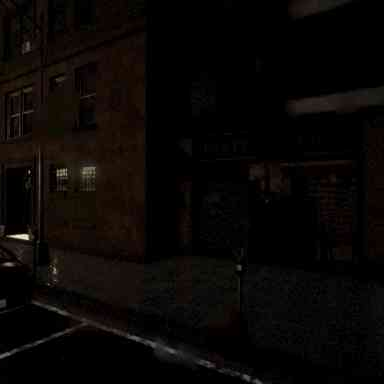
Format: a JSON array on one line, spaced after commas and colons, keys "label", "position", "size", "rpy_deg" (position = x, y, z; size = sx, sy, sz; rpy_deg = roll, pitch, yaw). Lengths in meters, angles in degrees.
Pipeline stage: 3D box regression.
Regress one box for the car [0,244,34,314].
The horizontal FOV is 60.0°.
[{"label": "car", "position": [-4.837, 1.551, 6.518], "size": [4.403, 1.369, 2.008], "rpy_deg": [0, 0, 35]}]
